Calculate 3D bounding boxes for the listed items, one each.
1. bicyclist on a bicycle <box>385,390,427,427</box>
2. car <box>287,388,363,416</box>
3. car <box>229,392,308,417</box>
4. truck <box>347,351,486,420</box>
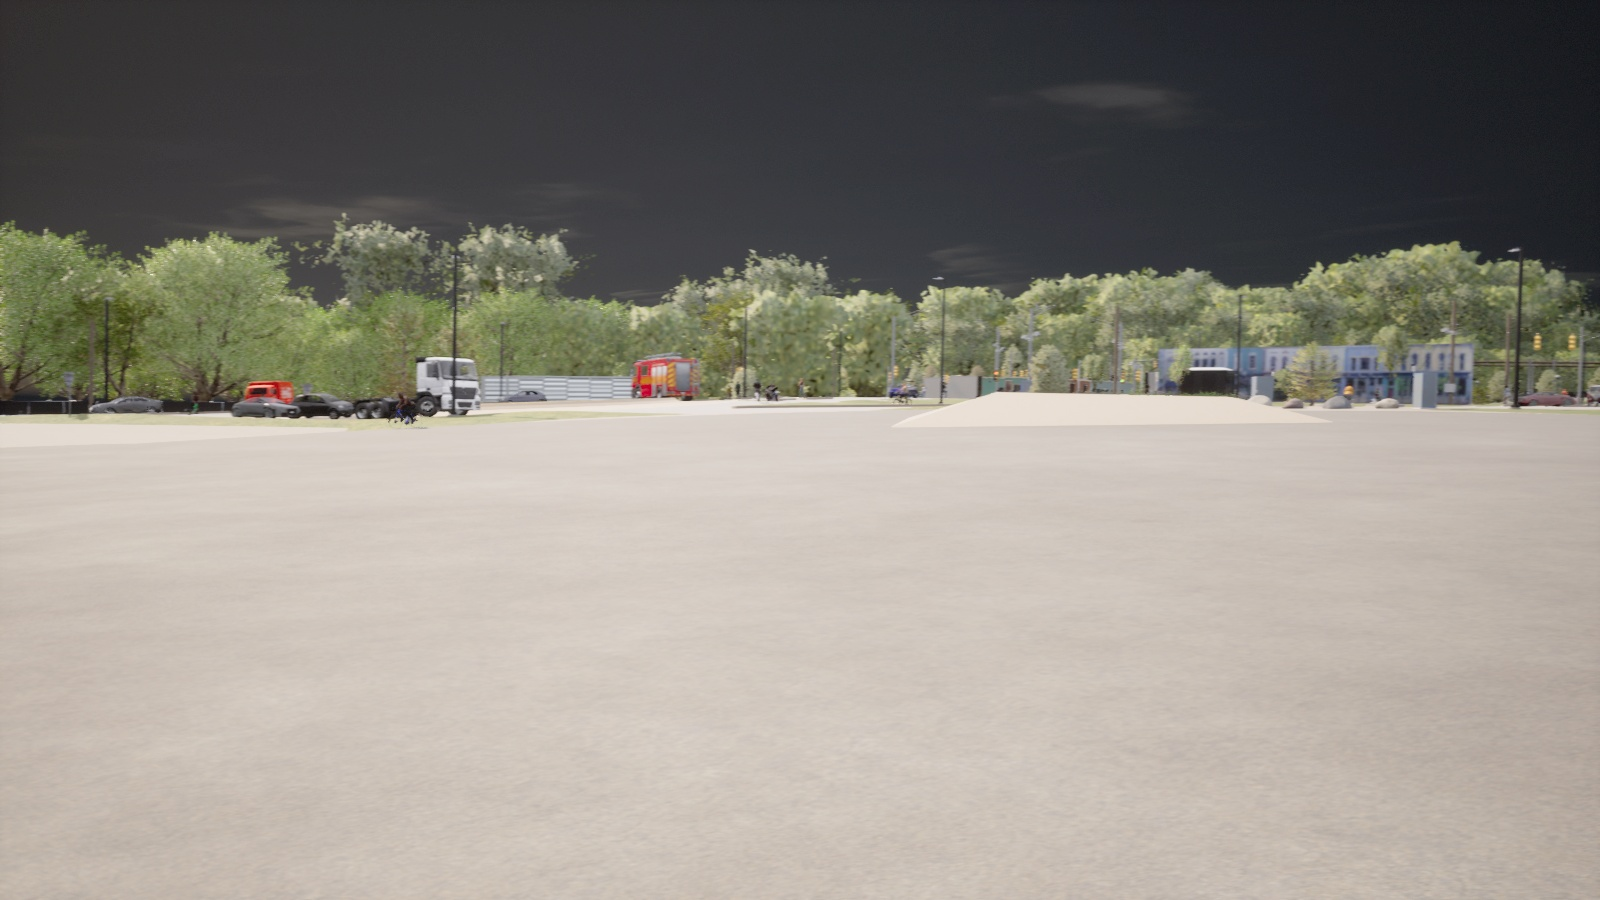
[{"bbox_3d":[-17.576,-1.863,56.079,0.582,1.620,1.656,2,5,44],"label":"bicyclist on a bicycle"},{"bbox_3d":[-29.821,-3.011,78.829,3.988,1.617,1.851,1,7,12],"label":"car"},{"bbox_3d":[-31.872,-2.713,75.273,4.181,1.385,1.994,2,2,22],"label":"car"},{"bbox_3d":[-22.172,-3.631,72.518,7.936,3.462,2.891,-2,-1,29],"label":"truck"}]
